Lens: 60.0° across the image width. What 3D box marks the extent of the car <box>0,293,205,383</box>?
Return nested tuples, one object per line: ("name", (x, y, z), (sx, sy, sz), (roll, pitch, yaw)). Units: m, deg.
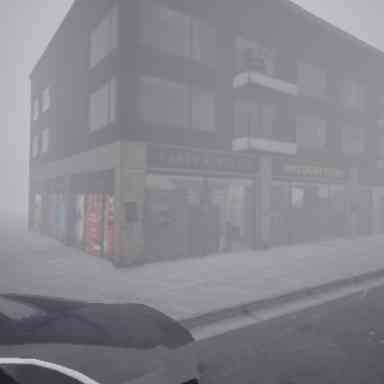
("car", (-2.144, 1.487, 1.719), (4.902, 1.511, 2.128), (1, -1, -35))
